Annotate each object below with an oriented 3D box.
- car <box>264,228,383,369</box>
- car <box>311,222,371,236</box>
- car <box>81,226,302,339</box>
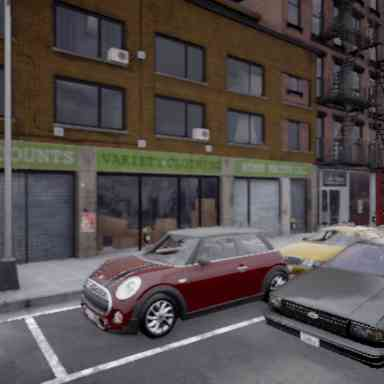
[{"bbox_3d":[3.699,1.588,6.031,5.357,1.411,2.033,0,0,-37],"label":"car"},{"bbox_3d":[4.328,1.584,9.627,4.829,1.417,1.752,0,-1,-35],"label":"car"},{"bbox_3d":[-0.008,1.464,6.535,4.097,1.590,1.967,0,-1,-35],"label":"car"}]
